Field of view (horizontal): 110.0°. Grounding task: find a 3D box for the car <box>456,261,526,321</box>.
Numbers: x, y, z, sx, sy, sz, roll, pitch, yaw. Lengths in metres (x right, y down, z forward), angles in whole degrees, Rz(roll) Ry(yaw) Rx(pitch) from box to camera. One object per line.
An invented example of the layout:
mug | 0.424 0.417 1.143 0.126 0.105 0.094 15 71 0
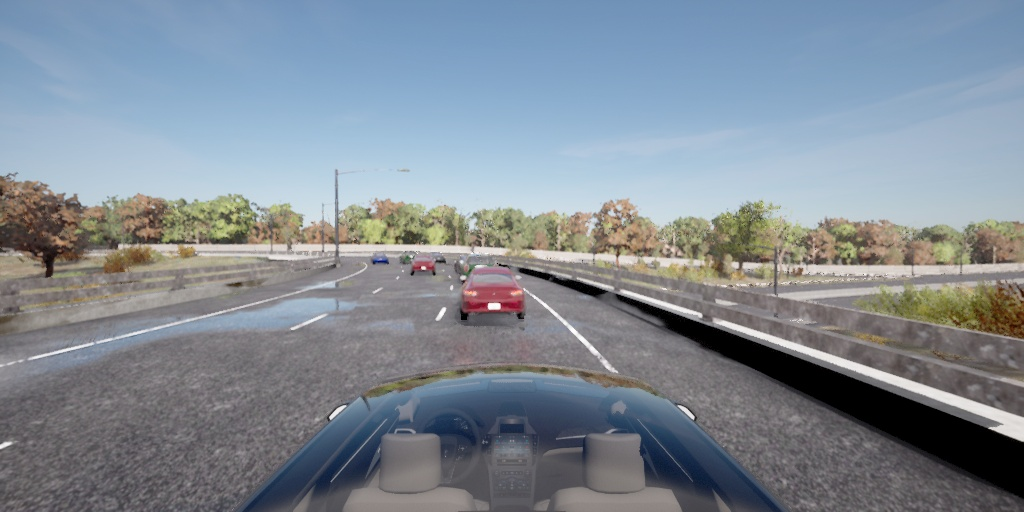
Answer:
car | -0.657 1.056 11.360 1.812 1.442 4.674 0 1 -5

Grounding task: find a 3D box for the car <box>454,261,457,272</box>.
car | -3.586 0.676 29.150 2.033 1.411 5.357 0 1 -14

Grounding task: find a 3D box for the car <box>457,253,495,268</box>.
car | -1.961 0.663 21.057 2.097 1.767 4.553 0 1 -10

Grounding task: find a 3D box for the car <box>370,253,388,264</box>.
car | -17.328 0.303 46.778 1.994 1.385 4.181 -1 1 -25

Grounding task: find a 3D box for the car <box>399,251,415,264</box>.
car | -13.454 0.091 46.669 2.097 1.767 4.553 -1 1 -23

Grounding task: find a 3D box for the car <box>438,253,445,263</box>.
car | -10.298 0.264 48.206 1.994 1.385 4.181 -1 1 -24

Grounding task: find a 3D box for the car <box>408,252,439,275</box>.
car | -7.103 0.667 28.713 1.812 1.442 4.674 0 2 -14
